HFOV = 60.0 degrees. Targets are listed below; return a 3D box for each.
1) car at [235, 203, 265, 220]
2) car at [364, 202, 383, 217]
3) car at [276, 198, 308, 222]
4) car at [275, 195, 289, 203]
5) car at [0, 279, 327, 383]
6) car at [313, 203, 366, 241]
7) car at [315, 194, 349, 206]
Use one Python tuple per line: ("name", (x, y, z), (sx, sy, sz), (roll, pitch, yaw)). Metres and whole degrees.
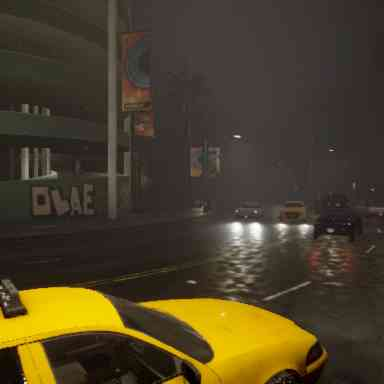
("car", (4.874, 1.581, 27.740), (1.895, 1.301, 4.718), (0, 0, 19))
("car", (16.359, 1.586, 30.296), (1.895, 1.301, 4.718), (0, 0, 11))
("car", (8.059, 1.462, 26.320), (1.882, 1.535, 5.008), (0, 0, 20))
("car", (18.161, 1.437, 67.071), (2.231, 1.521, 4.892), (0, 0, -4))
("car", (-1.061, 1.453, 2.553), (5.366, 1.575, 1.801), (0, 0, -36))
("car", (7.364, 1.517, 16.704), (1.812, 1.442, 4.674), (0, 0, 32))
("car", (12.910, 1.199, 30.878), (2.150, 2.045, 5.566), (0, 0, 11))
